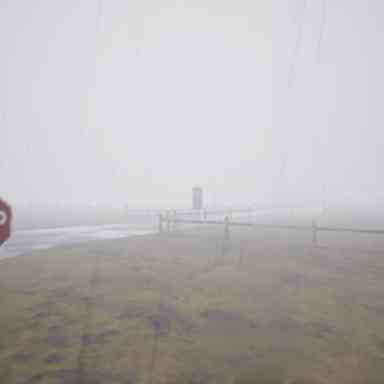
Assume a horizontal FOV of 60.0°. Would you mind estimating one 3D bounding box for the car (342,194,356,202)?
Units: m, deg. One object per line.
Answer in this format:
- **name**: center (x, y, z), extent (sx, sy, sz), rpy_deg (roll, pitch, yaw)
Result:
- **car**: center (39.745, 1.856, 85.009), extent (2.033, 1.411, 5.357), rpy_deg (-2, 0, 36)
